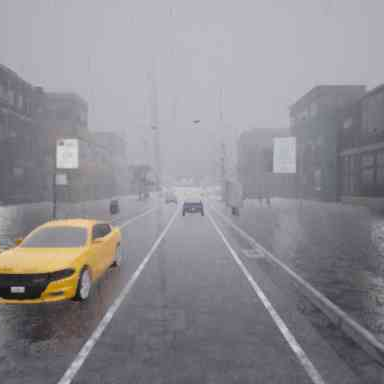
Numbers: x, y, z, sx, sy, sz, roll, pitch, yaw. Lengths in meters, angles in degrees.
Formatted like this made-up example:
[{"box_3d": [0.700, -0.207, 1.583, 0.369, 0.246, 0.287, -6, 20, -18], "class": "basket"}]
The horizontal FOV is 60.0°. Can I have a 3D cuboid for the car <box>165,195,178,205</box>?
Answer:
[{"box_3d": [-3.071, 1.143, 50.866, 2.033, 1.411, 5.357, 0, 1, 0], "class": "car"}]

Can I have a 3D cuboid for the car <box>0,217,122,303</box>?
[{"box_3d": [-3.101, 1.457, 8.419, 1.882, 1.535, 5.008, 0, 0, 0], "class": "car"}]

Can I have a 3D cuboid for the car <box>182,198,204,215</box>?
[{"box_3d": [0.096, 1.290, 31.365, 1.882, 1.535, 5.008, 0, 1, 0], "class": "car"}]
